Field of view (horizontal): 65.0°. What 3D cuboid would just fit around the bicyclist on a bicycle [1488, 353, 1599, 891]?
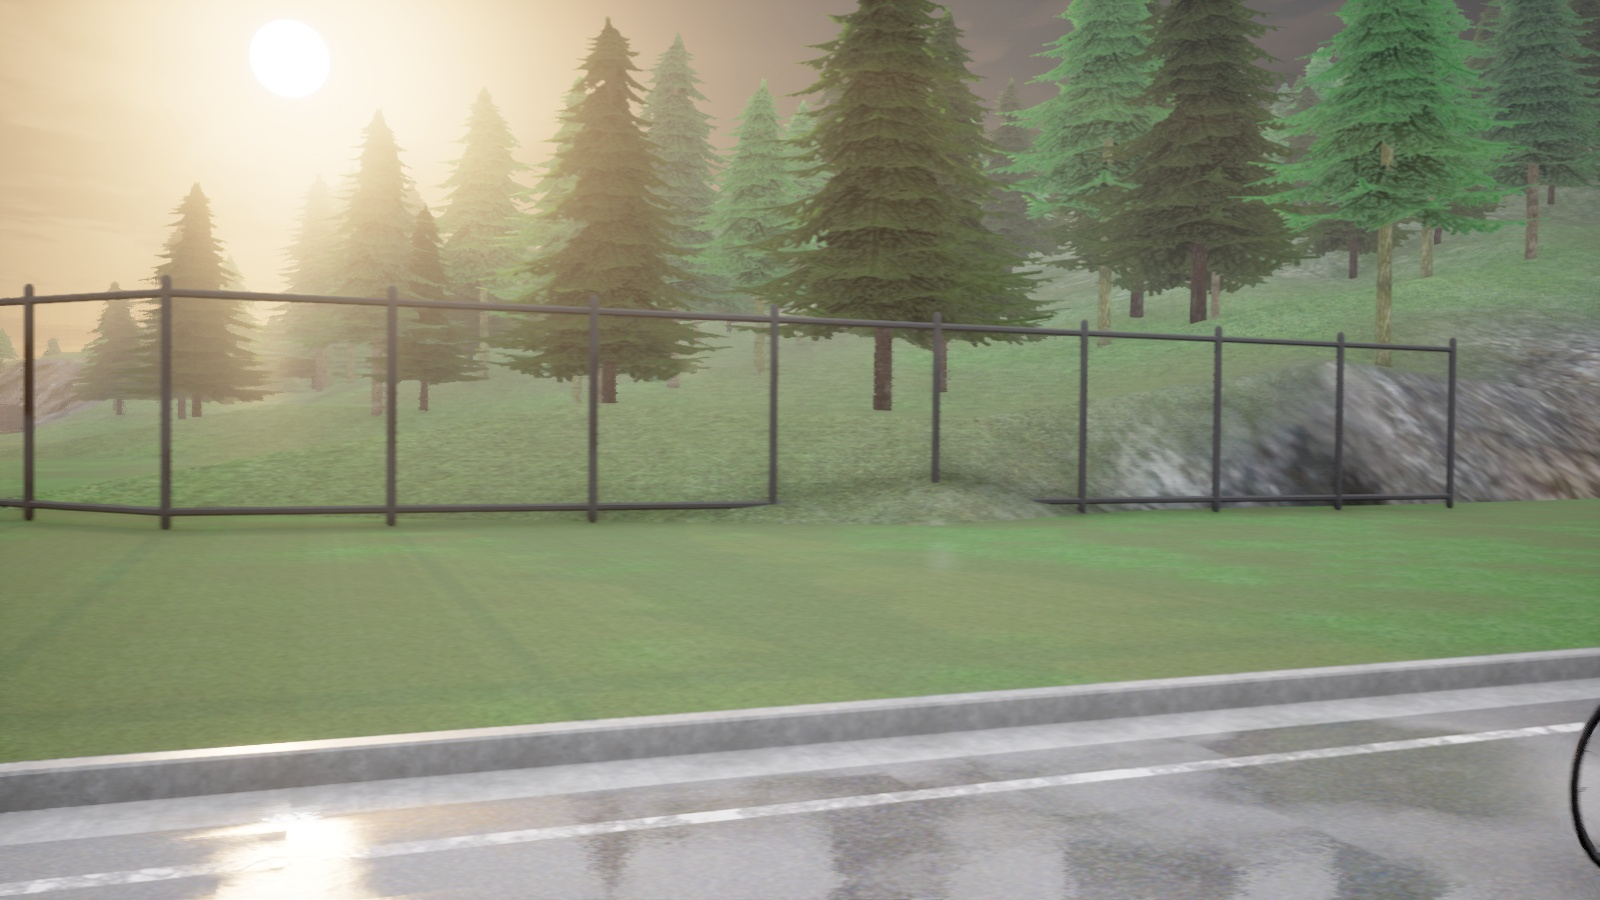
[{"bbox_3d":[3.463,0.557,4.552,1.843,1.776,0.659,-1,1,-21],"label":"bicyclist on a bicycle"}]
